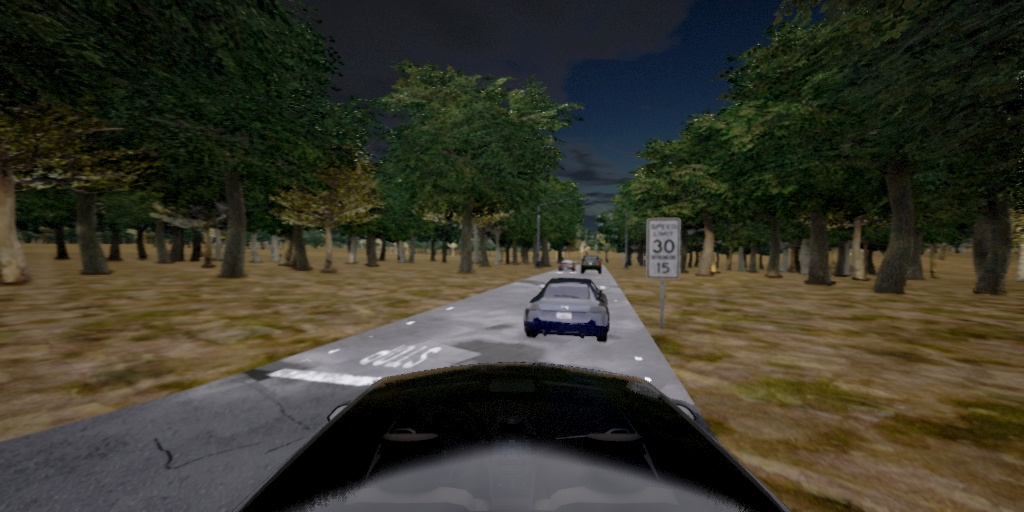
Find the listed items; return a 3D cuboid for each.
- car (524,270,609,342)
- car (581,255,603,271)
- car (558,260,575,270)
[{"bbox_3d":[1.607,1.276,9.840,1.994,1.385,4.181,1,0,13],"label":"car"},{"bbox_3d":[8.862,0.894,39.966,2.150,2.045,5.566,1,0,14],"label":"car"},{"bbox_3d":[6.904,1.186,44.790,1.812,1.442,4.674,1,0,13],"label":"car"}]
